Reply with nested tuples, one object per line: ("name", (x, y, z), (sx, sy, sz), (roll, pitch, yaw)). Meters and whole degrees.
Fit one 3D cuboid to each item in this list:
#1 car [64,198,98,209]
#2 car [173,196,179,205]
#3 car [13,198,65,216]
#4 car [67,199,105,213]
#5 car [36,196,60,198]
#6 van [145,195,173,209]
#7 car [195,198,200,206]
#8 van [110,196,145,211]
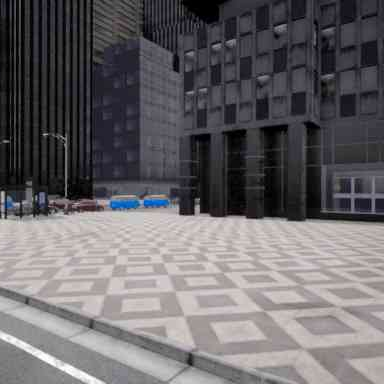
("car", (-15.002, 1.547, 45.153), (1.802, 1.307, 4.206), (0, 0, 35))
("car", (-2.612, 1.495, 57.835), (1.812, 1.442, 4.674), (0, 0, 36))
("car", (-14.641, 1.548, 30.960), (2.008, 1.369, 4.403), (0, 0, 35))
("car", (-11.348, 1.575, 35.585), (1.802, 1.307, 4.206), (0, 0, 35))
("car", (-16.083, 1.502, 39.042), (1.812, 1.442, 4.674), (0, 0, 35))
("van", (-4.763, 1.329, 44.836), (1.690, 1.788, 3.998), (0, 0, 35))
("car", (1.821, 1.569, 54.087), (1.802, 1.307, 4.206), (0, 0, 35))
("van", (-8.055, 1.331, 40.211), (1.690, 1.788, 3.998), (0, 0, 35))
